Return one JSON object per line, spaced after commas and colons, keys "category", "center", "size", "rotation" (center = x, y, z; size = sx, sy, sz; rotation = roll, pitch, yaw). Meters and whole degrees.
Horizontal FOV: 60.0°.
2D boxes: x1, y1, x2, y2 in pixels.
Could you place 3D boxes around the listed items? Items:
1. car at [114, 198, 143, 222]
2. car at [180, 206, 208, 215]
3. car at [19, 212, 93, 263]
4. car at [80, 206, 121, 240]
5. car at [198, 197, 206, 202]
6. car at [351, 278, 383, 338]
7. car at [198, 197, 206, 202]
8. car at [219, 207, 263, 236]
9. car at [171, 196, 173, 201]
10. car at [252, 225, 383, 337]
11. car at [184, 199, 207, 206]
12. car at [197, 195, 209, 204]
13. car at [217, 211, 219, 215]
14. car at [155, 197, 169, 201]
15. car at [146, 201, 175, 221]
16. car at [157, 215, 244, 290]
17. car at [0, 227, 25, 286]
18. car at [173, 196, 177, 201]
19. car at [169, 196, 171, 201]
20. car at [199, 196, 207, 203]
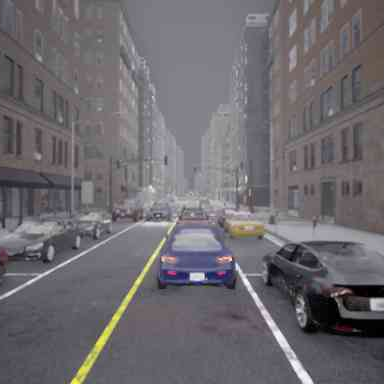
{"category": "car", "center": [-5.371, 1.474, 28.352], "size": [2.192, 1.841, 5.009], "rotation": [0, 0, 0]}
{"category": "car", "center": [0.104, 1.709, 18.770], "size": [1.895, 1.301, 4.718], "rotation": [0, 0, 0]}
{"category": "car", "center": [-5.381, 1.622, 12.113], "size": [2.008, 1.369, 4.403], "rotation": [0, 0, 0]}
{"category": "car", "center": [-5.378, 1.651, 17.526], "size": [2.008, 1.369, 4.403], "rotation": [0, 0, 0]}
{"category": "car", "center": [2.694, 2.012, 87.526], "size": [1.887, 1.381, 4.507], "rotation": [0, 0, 0]}
{"category": "car", "center": [2.636, 1.574, 1.272], "size": [1.947, 1.339, 4.313], "rotation": [0, 0, 0]}
{"category": "car", "center": [2.697, 2.045, 92.980], "size": [2.008, 1.369, 4.403], "rotation": [0, 0, 0]}
{"category": "car", "center": [2.647, 1.627, 17.681], "size": [1.752, 1.417, 4.829], "rotation": [0, 0, 0]}
{"category": "car", "center": [-5.346, 1.883, 65.552], "size": [1.752, 1.417, 4.829], "rotation": [0, 0, 0]}
{"category": "car", "center": [2.640, 1.607, 6.685], "size": [1.947, 1.339, 4.313], "rotation": [0, 0, 0]}
{"category": "car", "center": [0.020, 1.640, 28.941], "size": [1.882, 1.535, 5.008], "rotation": [0, 0, 0]}
{"category": "car", "center": [2.683, 1.826, 71.164], "size": [1.967, 1.590, 4.097], "rotation": [0, 0, 0]}
{"category": "car", "center": [2.651, 1.712, 22.924], "size": [1.802, 1.307, 4.206], "rotation": [0, 0, 0]}
{"category": "car", "center": [-5.353, 1.852, 54.814], "size": [2.008, 1.369, 4.403], "rotation": [0, 0, 0]}
{"category": "car", "center": [-2.735, 1.730, 28.593], "size": [1.994, 1.385, 4.181], "rotation": [0, 0, 0]}
{"category": "car", "center": [0.106, 1.580, 9.115], "size": [1.812, 1.442, 4.674], "rotation": [0, 0, 0]}
{"category": "car", "center": [-5.385, 1.622, 6.700], "size": [1.802, 1.307, 4.206], "rotation": [0, 0, 0]}
{"category": "car", "center": [-5.335, 2.006, 82.083], "size": [1.947, 1.339, 4.313], "rotation": [0, 0, 0]}
{"category": "car", "center": [-5.349, 1.875, 60.268], "size": [1.887, 1.381, 4.507], "rotation": [0, 0, 0]}
{"category": "car", "center": [2.690, 1.880, 82.073], "size": [1.967, 1.590, 4.097], "rotation": [0, 0, 0]}
